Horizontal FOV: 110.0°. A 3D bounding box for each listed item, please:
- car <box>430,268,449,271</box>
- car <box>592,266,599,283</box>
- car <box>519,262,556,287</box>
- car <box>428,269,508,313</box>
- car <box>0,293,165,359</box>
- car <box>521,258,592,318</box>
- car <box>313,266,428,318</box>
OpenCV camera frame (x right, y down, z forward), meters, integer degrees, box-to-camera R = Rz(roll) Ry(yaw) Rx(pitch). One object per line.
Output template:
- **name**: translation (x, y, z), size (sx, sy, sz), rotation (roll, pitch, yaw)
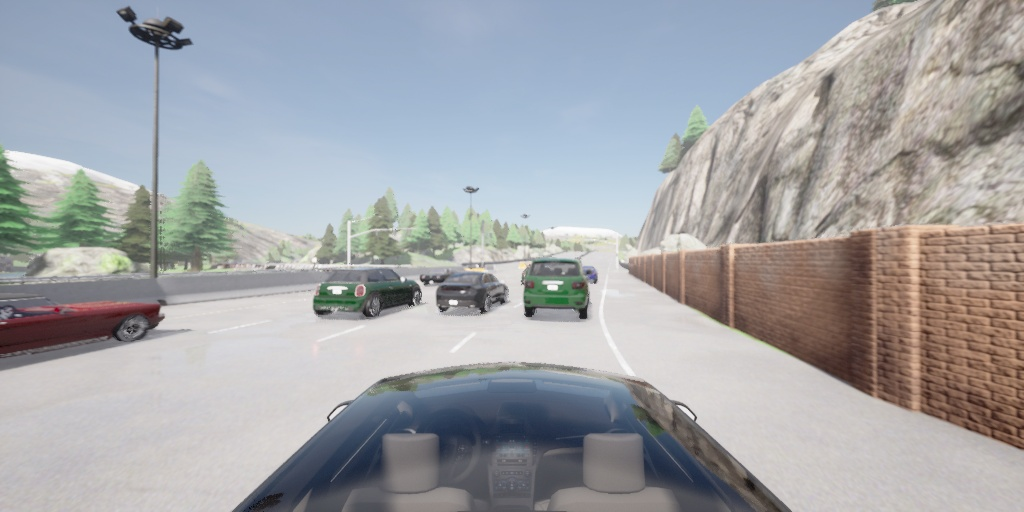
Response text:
- **car**: translation (-5.259, 1.609, 28.110), size (1.895, 1.301, 4.718), rotation (0, -1, 15)
- **car**: translation (6.696, 1.600, 32.047), size (1.812, 1.442, 4.674), rotation (0, 0, 15)
- **car**: translation (2.152, 1.382, 28.650), size (2.097, 1.767, 4.553), rotation (0, -1, 15)
- **car**: translation (-1.487, 1.385, 14.764), size (1.837, 1.490, 4.892), rotation (0, -1, 13)
- **car**: translation (-9.945, 1.382, 7.013), size (1.895, 1.301, 4.718), rotation (0, -1, 5)
- **car**: translation (1.867, 1.101, 13.864), size (2.150, 2.045, 5.566), rotation (0, 0, 13)
- **car**: translation (-5.263, 1.212, 13.734), size (2.097, 1.767, 4.553), rotation (0, -1, 11)
